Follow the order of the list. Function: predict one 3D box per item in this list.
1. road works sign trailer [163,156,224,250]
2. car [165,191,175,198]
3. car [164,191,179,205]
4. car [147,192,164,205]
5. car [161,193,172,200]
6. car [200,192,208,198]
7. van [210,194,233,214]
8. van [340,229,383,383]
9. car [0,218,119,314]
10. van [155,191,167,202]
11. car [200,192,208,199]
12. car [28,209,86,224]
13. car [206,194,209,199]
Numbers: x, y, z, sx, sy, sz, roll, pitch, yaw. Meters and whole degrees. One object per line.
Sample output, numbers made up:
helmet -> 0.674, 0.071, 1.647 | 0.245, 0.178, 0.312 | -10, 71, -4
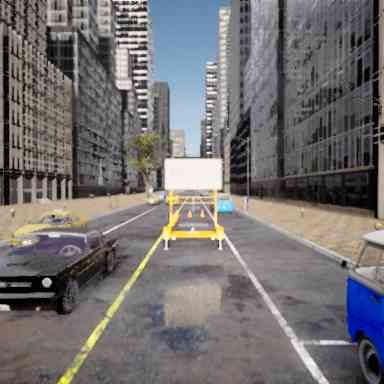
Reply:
road works sign trailer -> 0.056, 0.337, 13.676 | 2.380, 3.560, 2.880 | 0, 1, 0
car -> -5.351, 0.573, 81.984 | 2.192, 1.841, 5.009 | 0, 1, 0
car -> -2.877, 1.028, 49.296 | 1.882, 1.535, 5.008 | 0, 1, 0
car -> -5.493, 1.089, 47.809 | 1.752, 1.417, 4.829 | 0, 1, 0
car -> -5.397, 0.910, 70.650 | 2.008, 1.369, 4.403 | 0, 1, 0
car -> 3.054, 0.754, 87.617 | 1.887, 1.381, 4.507 | 0, 1, 0
van -> 2.816, 1.058, 30.938 | 1.690, 1.788, 3.998 | 0, 1, 0
van -> 2.698, 1.316, 2.600 | 1.690, 1.788, 3.998 | 0, 1, 0
car -> -3.070, 1.529, 7.543 | 1.895, 1.301, 4.718 | 0, 1, 0
van -> -5.445, 0.801, 59.313 | 1.690, 1.788, 3.998 | 0, 1, 0
car -> 3.007, 0.861, 76.282 | 2.008, 1.369, 4.403 | 0, 1, 0
car -> -5.635, 1.396, 13.804 | 1.752, 1.417, 4.829 | 0, 1, 0
car -> 2.841, 1.190, 36.777 | 1.752, 1.417, 4.829 | 0, 1, 0
